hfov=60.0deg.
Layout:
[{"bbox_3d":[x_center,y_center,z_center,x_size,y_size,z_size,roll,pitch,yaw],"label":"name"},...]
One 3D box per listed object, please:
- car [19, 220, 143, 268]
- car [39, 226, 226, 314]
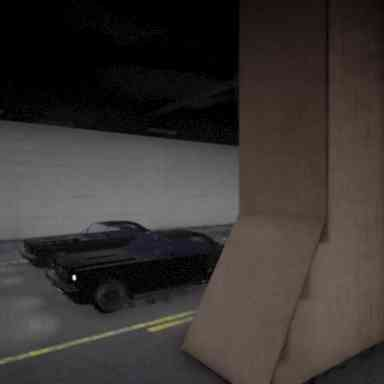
[{"bbox_3d":[-2.803,1.601,10.593,4.718,1.301,1.895,0,0,-36],"label":"car"},{"bbox_3d":[-0.759,1.601,7.751,4.718,1.301,1.895,0,0,-35],"label":"car"}]
